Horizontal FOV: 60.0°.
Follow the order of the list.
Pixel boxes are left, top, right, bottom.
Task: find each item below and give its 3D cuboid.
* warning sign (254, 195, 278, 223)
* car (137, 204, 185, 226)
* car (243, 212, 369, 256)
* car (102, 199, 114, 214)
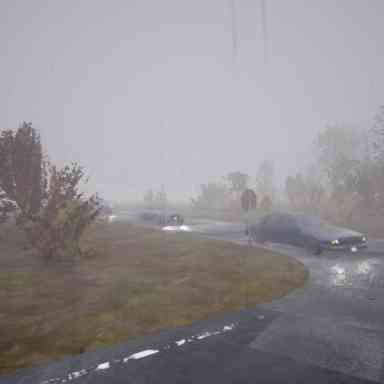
[{"bbox_3d":[5.161,1.142,23.170,1.300,1.860,1.060,0,0,-36],"label":"warning sign"},{"bbox_3d":[-2.252,1.576,23.638,1.994,1.385,4.181,0,0,-36],"label":"car"},{"bbox_3d":[4.258,1.548,13.586,2.033,1.411,5.357,0,0,-27],"label":"car"},{"bbox_3d":[-9.728,1.376,34.097,2.097,1.767,4.553,0,0,-35],"label":"car"}]
